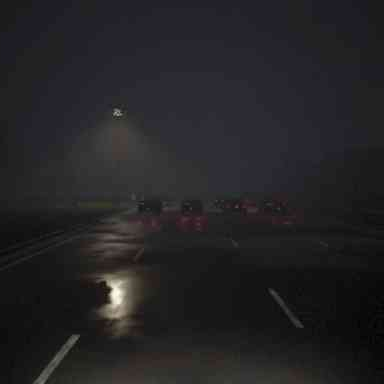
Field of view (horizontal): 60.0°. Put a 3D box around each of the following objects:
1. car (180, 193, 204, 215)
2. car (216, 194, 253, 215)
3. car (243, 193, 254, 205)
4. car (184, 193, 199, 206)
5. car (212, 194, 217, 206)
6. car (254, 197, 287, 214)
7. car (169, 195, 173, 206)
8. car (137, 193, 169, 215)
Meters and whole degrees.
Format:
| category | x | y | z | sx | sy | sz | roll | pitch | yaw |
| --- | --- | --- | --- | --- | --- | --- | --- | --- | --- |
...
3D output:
| category | x | y | z | sx | sy | sz | roll | pitch | yaw |
| --- | --- | --- | --- | --- | --- | --- | --- | --- | --- |
| car | -0.022 | 1.096 | 28.917 | 2.128 | 1.511 | 4.902 | 0 | 1 | 0 |
| car | 3.474 | 1.159 | 28.194 | 2.033 | 1.411 | 5.357 | 0 | 1 | 1 |
| car | 6.925 | 0.921 | 42.345 | 1.837 | 1.490 | 4.892 | 0 | 1 | 0 |
| car | -0.075 | 0.930 | 42.263 | 1.837 | 1.490 | 4.892 | 0 | 1 | 0 |
| car | 3.411 | 0.990 | 40.662 | 2.033 | 1.411 | 5.357 | 0 | 1 | 0 |
| car | 6.982 | 1.122 | 29.084 | 1.812 | 1.442 | 4.674 | 0 | 1 | 0 |
| car | -3.576 | 0.936 | 42.080 | 1.837 | 1.490 | 4.892 | 0 | 1 | 0 |
| car | -3.523 | 1.101 | 28.922 | 2.128 | 1.511 | 4.902 | 0 | 1 | 0 |
